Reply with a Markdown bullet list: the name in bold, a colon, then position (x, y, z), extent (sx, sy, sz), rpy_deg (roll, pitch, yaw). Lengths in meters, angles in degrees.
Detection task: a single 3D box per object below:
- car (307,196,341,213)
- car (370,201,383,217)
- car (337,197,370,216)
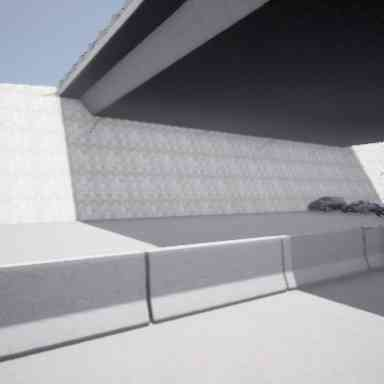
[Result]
- **car**: position (14.067, 1.197, 34.503), extent (4.553, 1.767, 2.097), rpy_deg (0, 0, -34)
- **car**: position (17.764, 1.391, 28.559), extent (5.008, 1.535, 1.882), rpy_deg (0, 1, -34)
- **car**: position (16.177, 1.444, 31.708), extent (4.181, 1.385, 1.994), rpy_deg (0, 0, -34)
